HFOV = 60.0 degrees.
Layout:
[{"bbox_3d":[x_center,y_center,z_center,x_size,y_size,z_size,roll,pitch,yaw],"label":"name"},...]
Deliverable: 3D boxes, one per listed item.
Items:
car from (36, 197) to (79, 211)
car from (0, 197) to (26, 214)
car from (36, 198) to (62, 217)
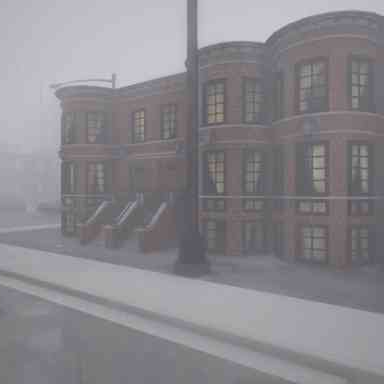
[{"bbox_3d":[-17.260,1.478,42.899,1.882,1.535,5.008,0,0,35],"label":"car"},{"bbox_3d":[-19.473,1.352,33.762,2.097,1.767,4.553,0,0,35],"label":"car"},{"bbox_3d":[-12.204,1.491,31.614,2.128,1.511,4.902,0,0,36],"label":"car"}]
